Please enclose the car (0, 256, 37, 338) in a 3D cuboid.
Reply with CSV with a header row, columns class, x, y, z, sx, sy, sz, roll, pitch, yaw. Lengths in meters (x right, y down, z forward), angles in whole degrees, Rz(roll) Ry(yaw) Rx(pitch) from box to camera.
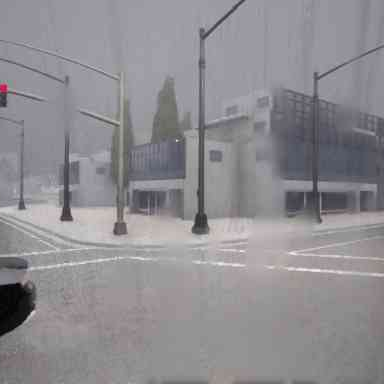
class,x,y,z,sx,sy,sz,roll,pitch,yaw
car,-4.550,1.479,3.984,4.902,1.511,2.128,0,0,-37
